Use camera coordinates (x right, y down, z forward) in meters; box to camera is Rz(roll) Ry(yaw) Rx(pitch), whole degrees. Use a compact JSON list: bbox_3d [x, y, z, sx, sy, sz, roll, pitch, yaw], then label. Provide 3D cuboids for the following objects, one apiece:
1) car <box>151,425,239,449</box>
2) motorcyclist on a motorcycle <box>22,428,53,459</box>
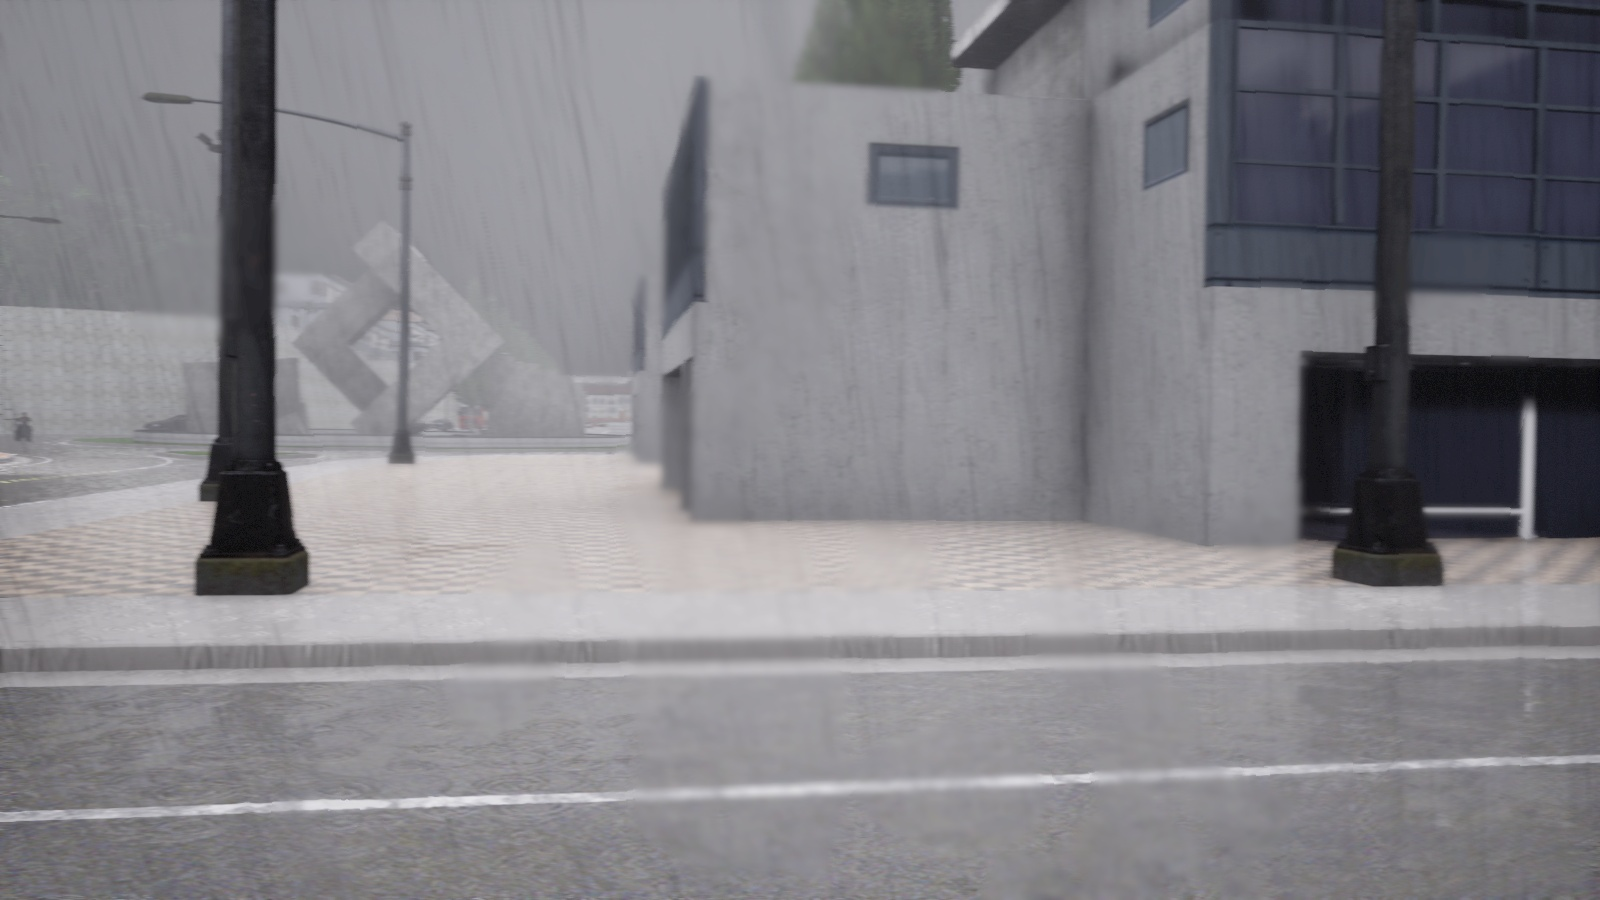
[{"bbox_3d":[-42.218,-0.924,87.721,2.152,1.651,5.027,1,2,41],"label":"car"},{"bbox_3d":[-41.981,-0.375,69.157,0.766,1.649,2.350,0,1,-14],"label":"motorcyclist on a motorcycle"}]
